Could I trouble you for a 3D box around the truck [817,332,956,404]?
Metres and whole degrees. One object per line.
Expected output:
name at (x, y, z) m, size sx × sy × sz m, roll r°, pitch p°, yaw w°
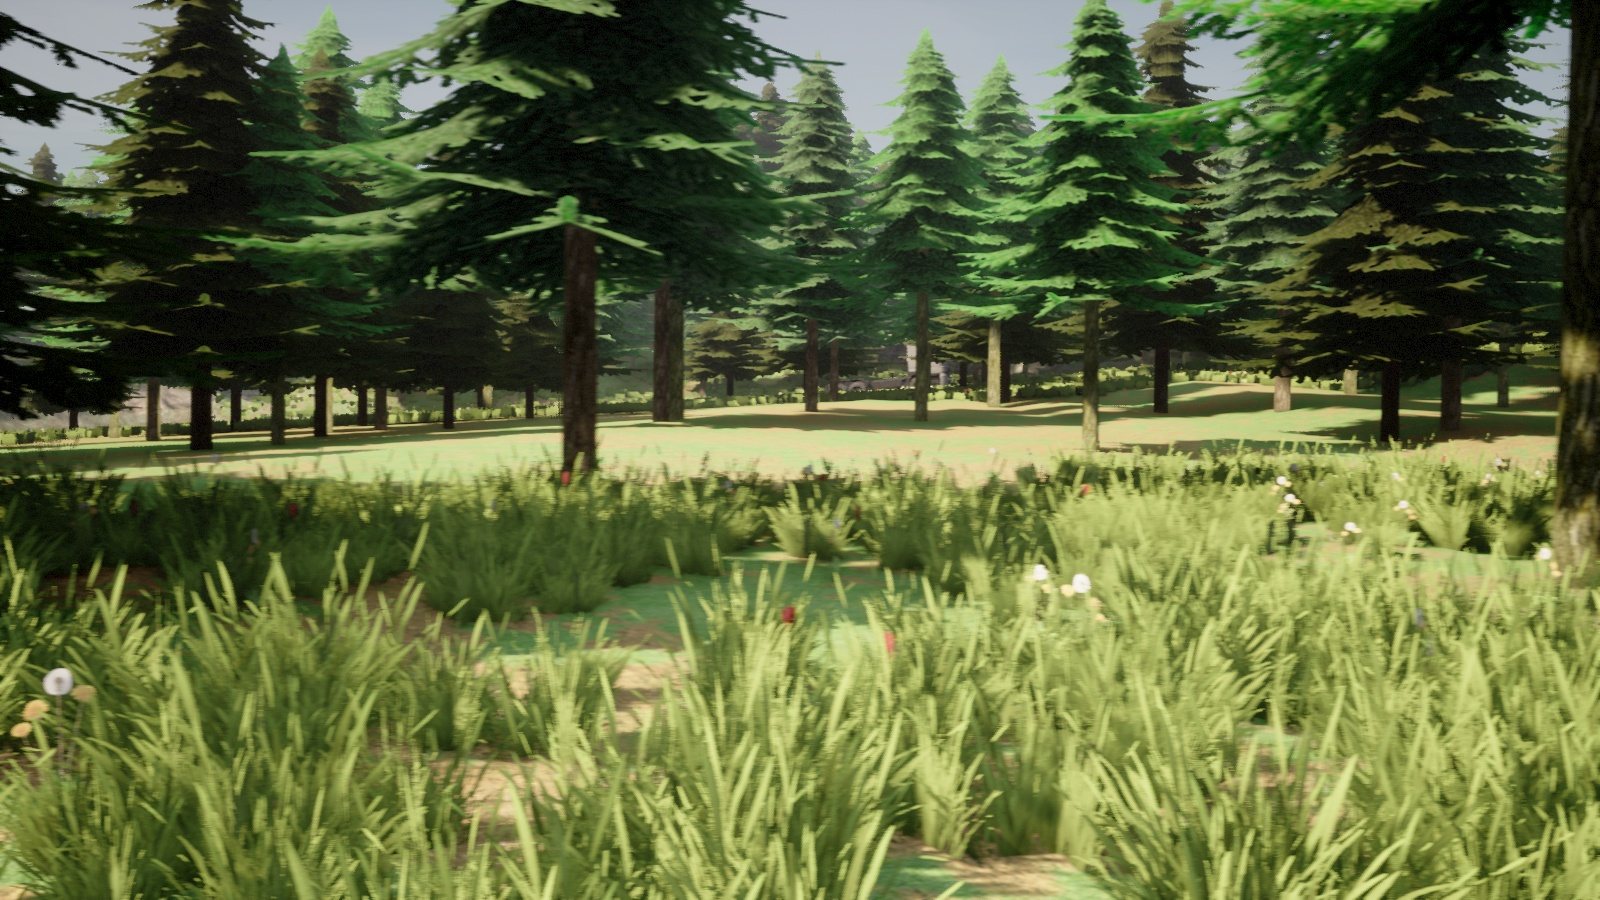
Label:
truck at (5.376, -5.025, 77.945) m, size 7.936 × 3.462 × 2.891 m, roll -6°, pitch -1°, yaw 14°
